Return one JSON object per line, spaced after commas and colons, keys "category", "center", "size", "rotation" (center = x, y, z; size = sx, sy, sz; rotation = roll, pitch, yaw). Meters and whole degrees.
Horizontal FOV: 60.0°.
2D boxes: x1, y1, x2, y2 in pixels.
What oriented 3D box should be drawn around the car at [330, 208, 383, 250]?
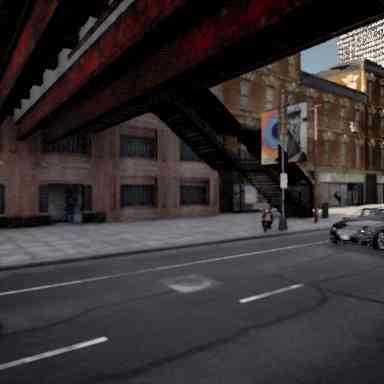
{"category": "car", "center": [7.726, 1.423, 13.927], "size": [4.902, 1.511, 2.128], "rotation": [0, 0, -36]}
